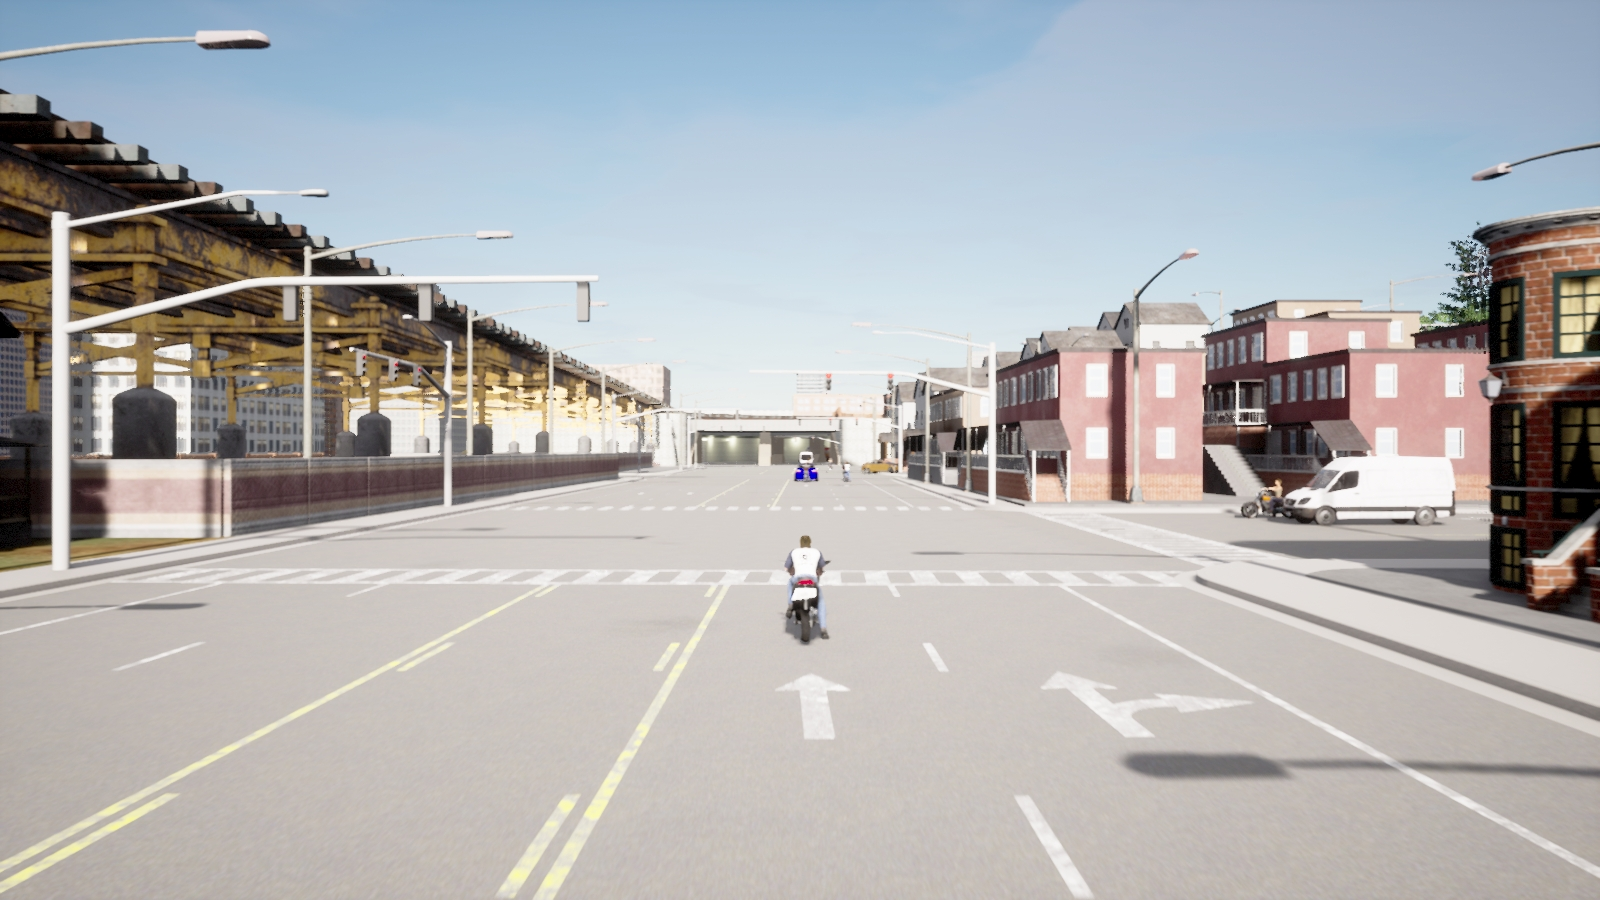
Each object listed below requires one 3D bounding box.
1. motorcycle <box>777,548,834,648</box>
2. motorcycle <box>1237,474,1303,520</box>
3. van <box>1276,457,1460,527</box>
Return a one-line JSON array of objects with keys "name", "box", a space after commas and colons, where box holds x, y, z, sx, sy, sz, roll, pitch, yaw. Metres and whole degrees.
[{"name": "motorcycle", "box": [0.084, 2.174, 17.129, 0.803, 1.224, 2.033, 0, 0, 0]}, {"name": "motorcycle", "box": [19.137, 1.908, 46.526, 2.356, 1.802, 0.764, 0, 0, 0]}, {"name": "van", "box": [21.308, 1.535, 43.011, 5.915, 2.561, 1.988, 0, 0, 0]}]
